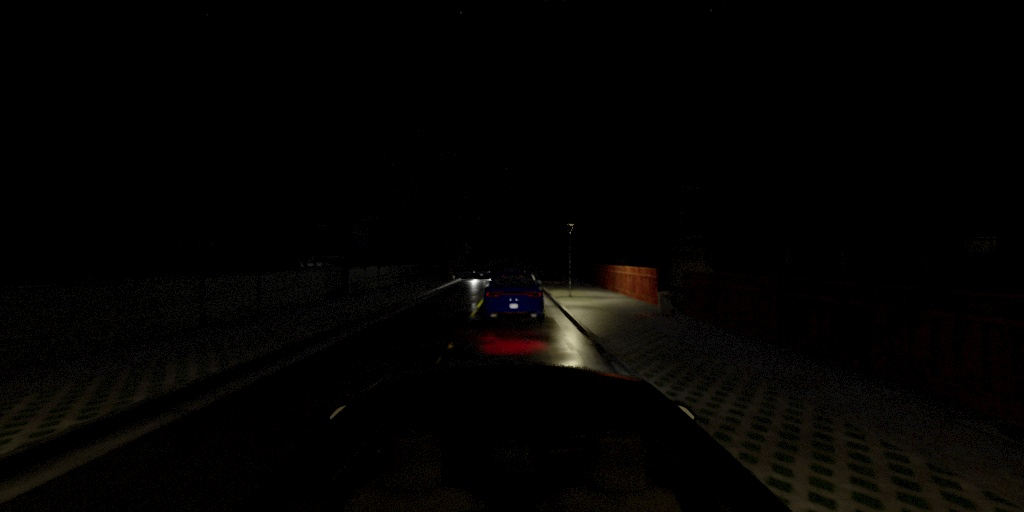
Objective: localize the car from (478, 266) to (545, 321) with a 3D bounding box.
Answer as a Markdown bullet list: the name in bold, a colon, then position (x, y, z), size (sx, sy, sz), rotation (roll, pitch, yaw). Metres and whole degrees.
- **car**: position (0.063, 1.292, 12.745), size (1.882, 1.535, 5.008), rotation (0, 0, 0)

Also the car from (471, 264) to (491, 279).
- **car**: position (-2.842, 1.472, 35.444), size (1.812, 1.442, 4.674), rotation (0, 0, 0)
